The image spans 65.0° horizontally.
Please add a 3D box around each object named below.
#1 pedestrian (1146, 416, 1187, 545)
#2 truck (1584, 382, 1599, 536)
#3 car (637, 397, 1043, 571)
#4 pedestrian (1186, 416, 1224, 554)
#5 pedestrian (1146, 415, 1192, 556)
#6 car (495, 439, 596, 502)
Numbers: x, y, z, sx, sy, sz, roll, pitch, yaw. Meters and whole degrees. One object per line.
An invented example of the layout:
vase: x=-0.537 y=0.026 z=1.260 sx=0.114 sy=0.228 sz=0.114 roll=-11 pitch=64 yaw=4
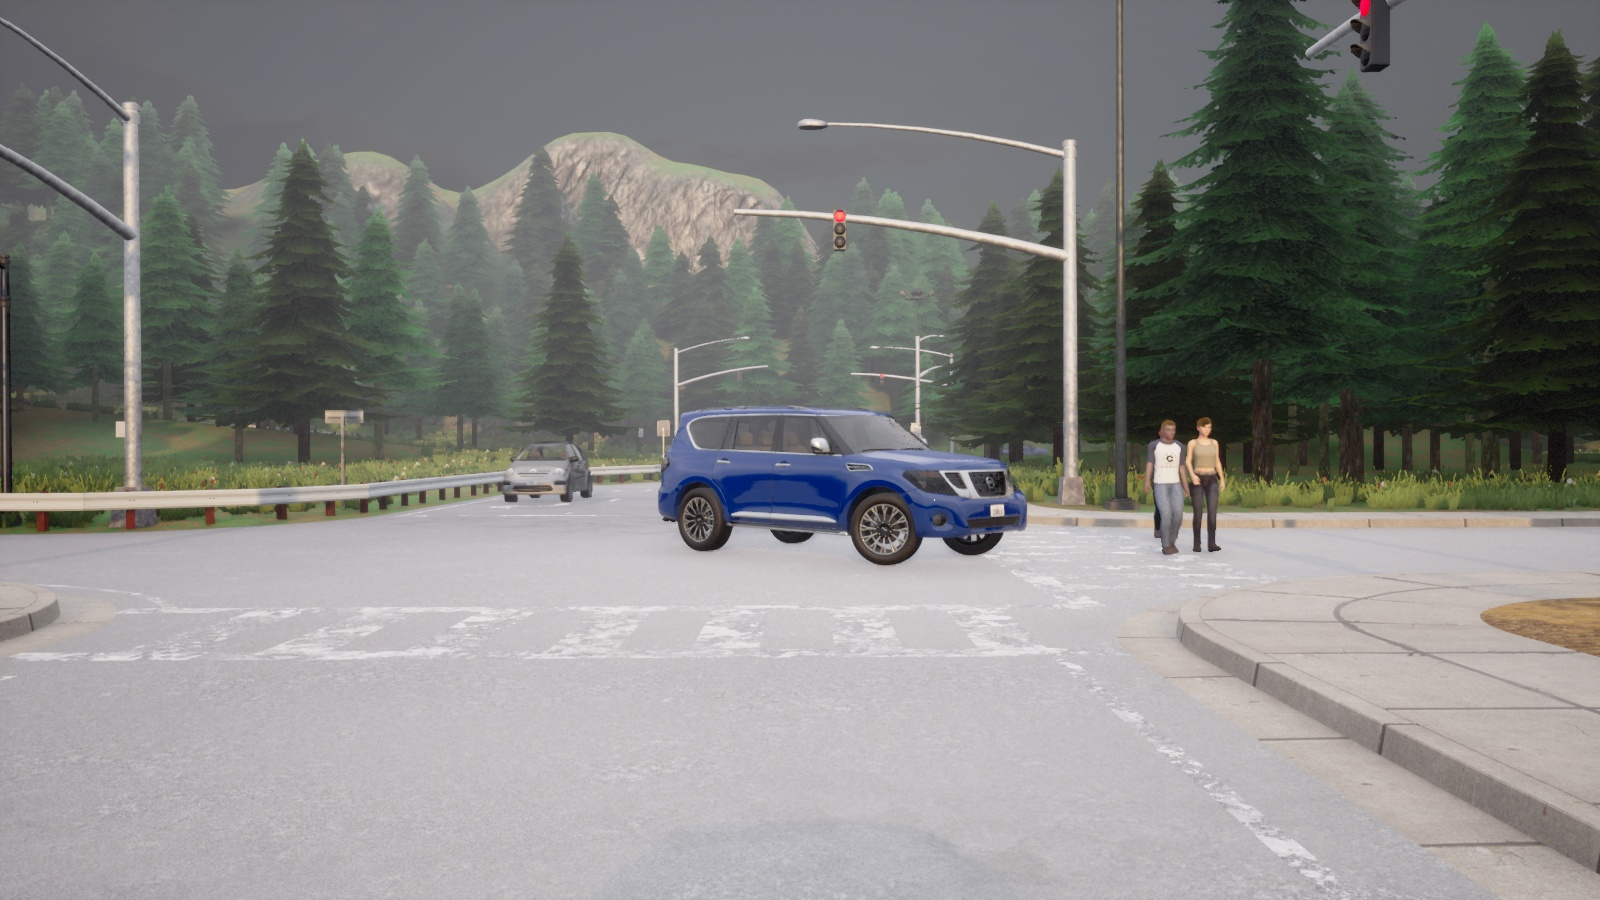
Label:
pedestrian: x=5.619 y=0.459 z=19.283 sx=0.423 sy=1.949 sz=0.788 roll=0 pitch=0 yaw=2
truck: x=15.398 y=0.143 z=19.160 sx=5.204 sy=2.467 sz=2.627 roll=0 pitch=0 yaw=1
car: x=0.378 y=0.397 z=17.443 sx=5.566 sy=2.045 sz=2.150 roll=0 pitch=0 yaw=42
pedestrian: x=5.491 y=0.470 z=17.038 sx=0.345 sy=1.836 sz=0.594 roll=0 pitch=0 yaw=4
pedestrian: x=4.920 y=0.462 z=16.773 sx=0.354 sy=1.836 sz=0.706 roll=0 pitch=0 yaw=-4
car: x=-6.794 y=0.510 z=33.924 sx=1.851 sy=1.617 sz=3.988 roll=0 pitch=0 yaw=1
